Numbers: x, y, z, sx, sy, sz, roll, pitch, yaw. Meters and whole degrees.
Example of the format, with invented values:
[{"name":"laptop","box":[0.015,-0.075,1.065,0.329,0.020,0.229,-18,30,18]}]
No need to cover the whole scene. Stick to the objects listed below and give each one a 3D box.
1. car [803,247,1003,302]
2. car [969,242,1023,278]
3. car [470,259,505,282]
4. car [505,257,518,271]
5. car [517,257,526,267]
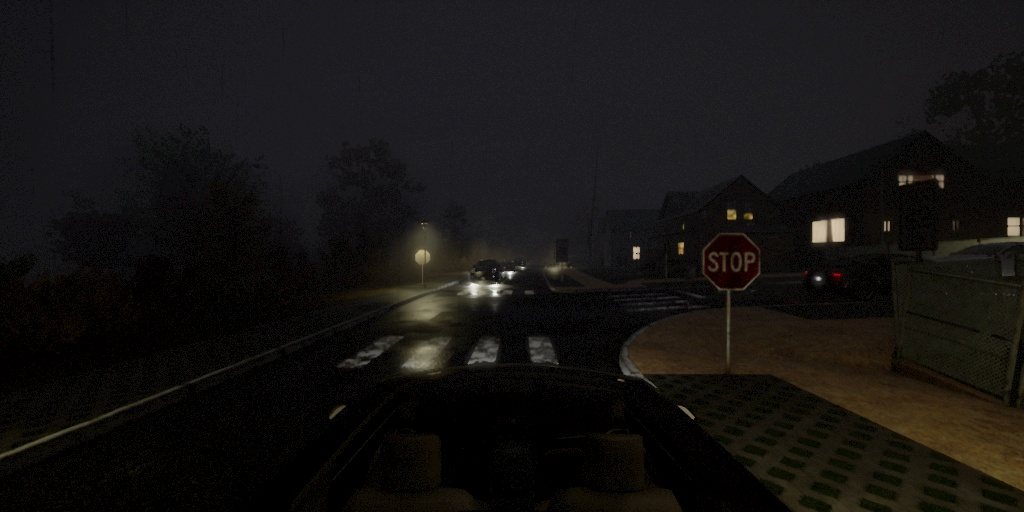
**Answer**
[{"name":"car","box":[11.913,0.603,11.425,4.181,1.385,1.994,-3,0,5]},{"name":"car","box":[18.502,0.216,13.683,4.674,1.442,1.812,-3,0,5]},{"name":"car","box":[-1.992,1.073,28.553,2.097,1.767,4.553,0,0,4]},{"name":"car","box":[-0.717,1.220,45.032,1.994,1.385,4.181,0,0,5]},{"name":"car","box":[1.200,0.940,61.529,2.097,1.767,4.553,0,0,8]}]
